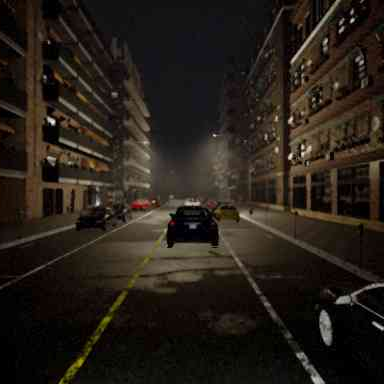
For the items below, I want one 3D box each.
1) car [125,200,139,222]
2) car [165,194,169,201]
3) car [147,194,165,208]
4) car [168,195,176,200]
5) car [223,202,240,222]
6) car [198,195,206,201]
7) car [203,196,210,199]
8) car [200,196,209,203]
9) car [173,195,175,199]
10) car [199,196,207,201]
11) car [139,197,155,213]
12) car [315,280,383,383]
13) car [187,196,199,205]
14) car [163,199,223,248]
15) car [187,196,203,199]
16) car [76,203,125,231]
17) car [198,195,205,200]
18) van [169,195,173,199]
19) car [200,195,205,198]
[{"bbox_3d":[-5.685,1.558,25.922,2.008,1.369,4.403,0,0,0],"label":"car"},{"bbox_3d":[-5.679,1.540,59.569,1.752,1.417,4.829,0,0,0],"label":"car"},{"bbox_3d":[-5.680,1.327,48.468,2.192,1.841,5.009,0,0,0],"label":"car"},{"bbox_3d":[-5.675,1.574,93.557,2.008,1.369,4.403,0,0,0],"label":"car"},{"bbox_3d":[2.697,1.532,26.087,1.752,1.417,4.829,0,0,0],"label":"car"},{"bbox_3d":[2.705,1.566,87.915,1.887,1.381,4.507,0,0,0],"label":"car"},{"bbox_3d":[2.698,1.593,42.825,1.802,1.307,4.206,0,0,0],"label":"car"},{"bbox_3d":[2.702,1.543,71.177,1.752,1.417,4.829,0,0,0],"label":"car"},{"bbox_3d":[-5.676,1.573,87.921,2.008,1.369,4.403,0,0,0],"label":"car"},{"bbox_3d":[2.704,1.586,82.279,1.947,1.339,4.313,0,0,0],"label":"car"},{"bbox_3d":[-5.683,1.554,37.195,1.887,1.381,4.507,0,0,0],"label":"car"},{"bbox_3d":[2.692,1.552,3.372,2.008,1.369,4.403,0,0,0],"label":"car"},{"bbox_3d":[0.110,1.507,61.523,2.128,1.511,4.902,0,0,0],"label":"car"},{"bbox_3d":[0.024,1.356,14.987,2.097,1.767,4.553,0,0,0],"label":"car"},{"bbox_3d":[0.106,1.612,44.822,1.895,1.301,4.718,0,0,0],"label":"car"},{"bbox_3d":[-5.686,1.557,20.285,2.008,1.369,4.403,0,0,0],"label":"car"},{"bbox_3d":[2.705,1.605,93.552,1.802,1.307,4.206,0,0,0],"label":"car"},{"bbox_3d":[-5.677,1.359,71.012,1.690,1.788,3.998,0,0,0],"label":"van"},{"bbox_3d":[2.701,1.596,59.734,1.802,1.307,4.206,0,0,0],"label":"car"}]
